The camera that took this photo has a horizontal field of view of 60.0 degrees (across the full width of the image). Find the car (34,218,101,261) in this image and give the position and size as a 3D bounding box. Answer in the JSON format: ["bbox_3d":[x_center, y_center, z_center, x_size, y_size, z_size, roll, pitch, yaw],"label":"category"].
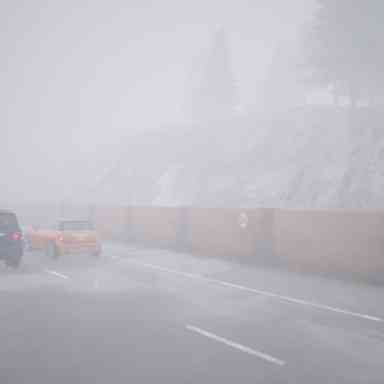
[{"bbox_3d":[-6.046,1.966,15.315,2.097,1.767,4.553,5,-4,-43],"label":"car"}]

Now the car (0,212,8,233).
[{"bbox_3d":[-16.494,2.334,26.366,2.128,1.511,4.902,5,-4,-43],"label":"car"}]

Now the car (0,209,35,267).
[{"bbox_3d":[-8.056,1.617,12.357,2.150,2.045,5.566,5,-4,-43],"label":"car"}]
